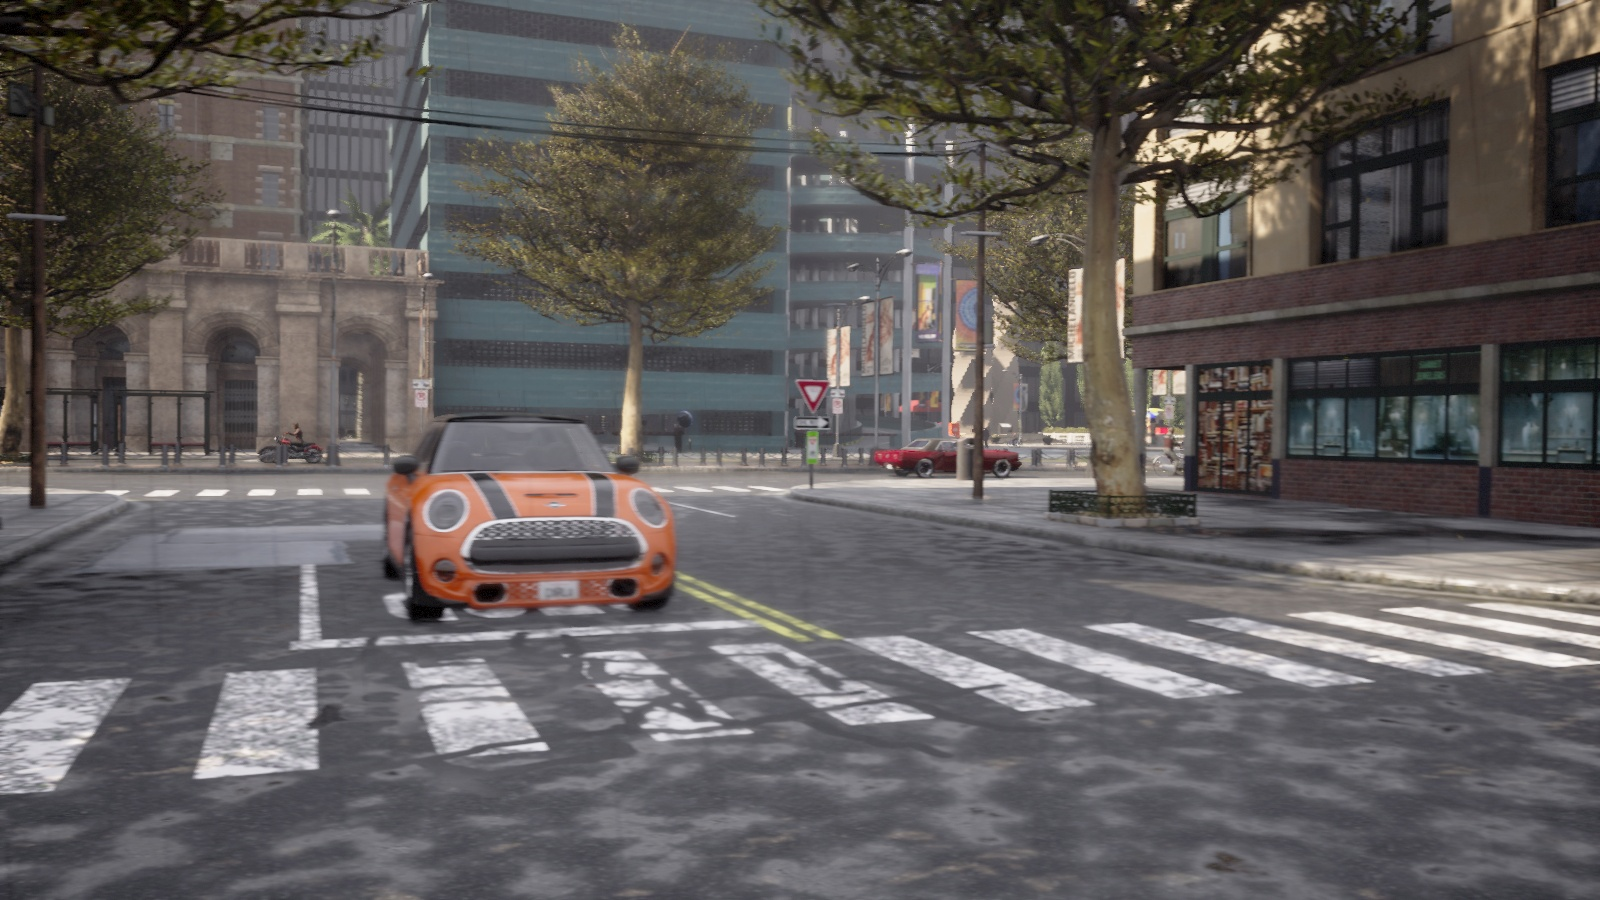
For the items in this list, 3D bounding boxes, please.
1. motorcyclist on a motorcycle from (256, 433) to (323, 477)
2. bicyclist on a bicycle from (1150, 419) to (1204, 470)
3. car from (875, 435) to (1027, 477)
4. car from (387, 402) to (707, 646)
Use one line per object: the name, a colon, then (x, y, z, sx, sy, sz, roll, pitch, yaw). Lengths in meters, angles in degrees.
motorcyclist on a motorcycle: (-19.760, 0.170, 48.689, 2.350, 1.649, 0.766, -1, 1, -21)
bicyclist on a bicycle: (13.588, -0.215, 45.258, 1.843, 1.776, 0.659, -1, 1, -21)
car: (5.061, 0.159, 42.063, 4.718, 1.301, 1.895, -1, 1, -22)
car: (-2.558, 0.495, 11.605, 2.097, 1.767, 4.553, -1, 1, -22)
